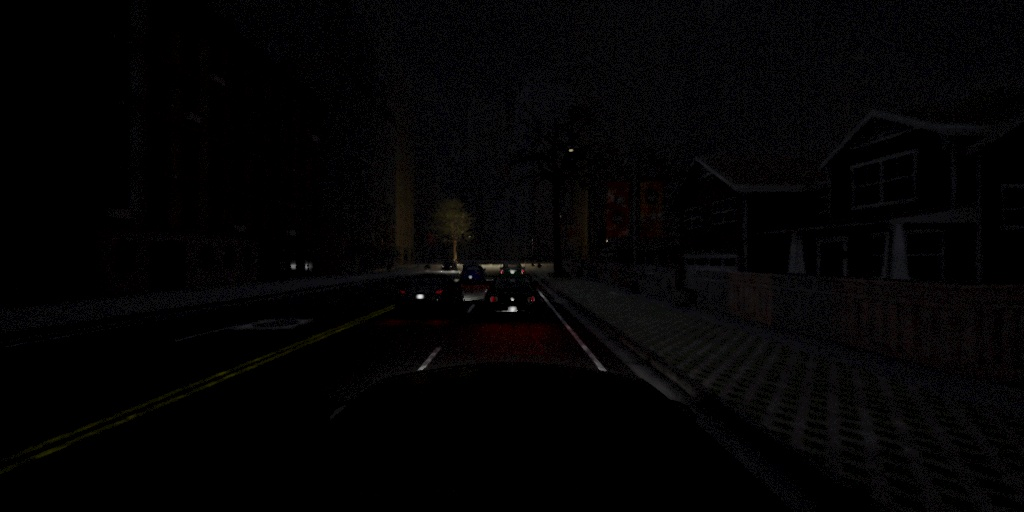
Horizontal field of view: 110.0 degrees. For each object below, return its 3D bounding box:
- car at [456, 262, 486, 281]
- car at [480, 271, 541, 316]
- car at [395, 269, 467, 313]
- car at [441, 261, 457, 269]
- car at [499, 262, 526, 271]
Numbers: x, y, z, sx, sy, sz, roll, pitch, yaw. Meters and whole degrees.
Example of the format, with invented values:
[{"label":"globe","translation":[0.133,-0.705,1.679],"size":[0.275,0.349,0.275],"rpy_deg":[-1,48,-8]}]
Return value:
[{"label":"car","translation":[-3.204,1.456,30.032],"size":[1.812,1.442,4.674],"rpy_deg":[0,0,0]},{"label":"car","translation":[0.039,1.434,13.750],"size":[1.895,1.301,4.718],"rpy_deg":[0,0,1]},{"label":"car","translation":[-3.203,1.403,14.578],"size":[1.994,1.385,4.181],"rpy_deg":[0,0,0]},{"label":"car","translation":[-9.805,1.561,56.371],"size":[1.837,1.490,4.892],"rpy_deg":[0,-1,1]},{"label":"car","translation":[0.041,1.278,29.250],"size":[2.097,1.767,4.553],"rpy_deg":[0,0,0]}]
